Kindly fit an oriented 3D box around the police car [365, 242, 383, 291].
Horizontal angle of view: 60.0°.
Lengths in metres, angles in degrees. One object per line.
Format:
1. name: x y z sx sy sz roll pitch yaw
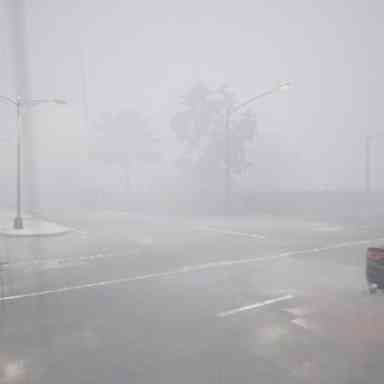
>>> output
1. police car: 6.196 1.463 7.933 5.238 1.638 1.930 0 0 -35
